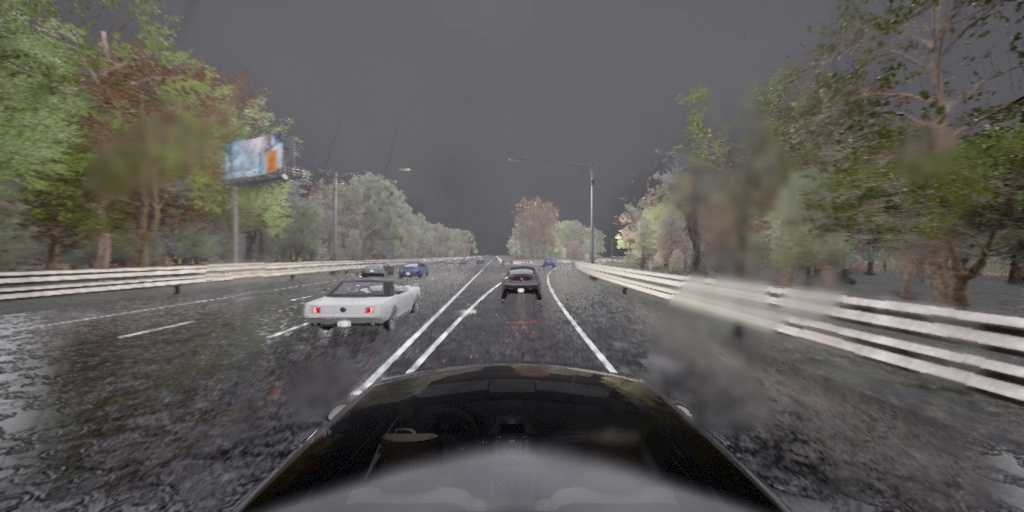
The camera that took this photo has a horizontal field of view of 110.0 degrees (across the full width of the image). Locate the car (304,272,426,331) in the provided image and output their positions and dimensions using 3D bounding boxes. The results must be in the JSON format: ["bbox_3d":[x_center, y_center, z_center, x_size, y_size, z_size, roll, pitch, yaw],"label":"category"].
[{"bbox_3d":[-4.116,1.329,10.821,1.895,1.301,4.718,0,0,-3],"label":"car"}]

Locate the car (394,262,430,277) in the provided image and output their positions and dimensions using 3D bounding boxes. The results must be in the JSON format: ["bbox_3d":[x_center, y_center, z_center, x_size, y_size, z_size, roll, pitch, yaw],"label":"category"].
[{"bbox_3d":[-8.515,1.231,31.304,1.812,1.442,4.674,0,0,-3],"label":"car"}]

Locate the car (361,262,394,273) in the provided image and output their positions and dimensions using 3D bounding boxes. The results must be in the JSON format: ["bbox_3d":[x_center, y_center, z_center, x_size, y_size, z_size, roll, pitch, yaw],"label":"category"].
[{"bbox_3d":[-12.078,1.250,32.649,1.994,1.385,4.181,0,0,-3],"label":"car"}]

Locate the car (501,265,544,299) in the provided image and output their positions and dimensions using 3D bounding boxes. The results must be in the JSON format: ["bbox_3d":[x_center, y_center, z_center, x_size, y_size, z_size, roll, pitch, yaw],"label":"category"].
[{"bbox_3d":[0.517,1.261,18.201,1.837,1.490,4.892,0,0,3],"label":"car"}]
